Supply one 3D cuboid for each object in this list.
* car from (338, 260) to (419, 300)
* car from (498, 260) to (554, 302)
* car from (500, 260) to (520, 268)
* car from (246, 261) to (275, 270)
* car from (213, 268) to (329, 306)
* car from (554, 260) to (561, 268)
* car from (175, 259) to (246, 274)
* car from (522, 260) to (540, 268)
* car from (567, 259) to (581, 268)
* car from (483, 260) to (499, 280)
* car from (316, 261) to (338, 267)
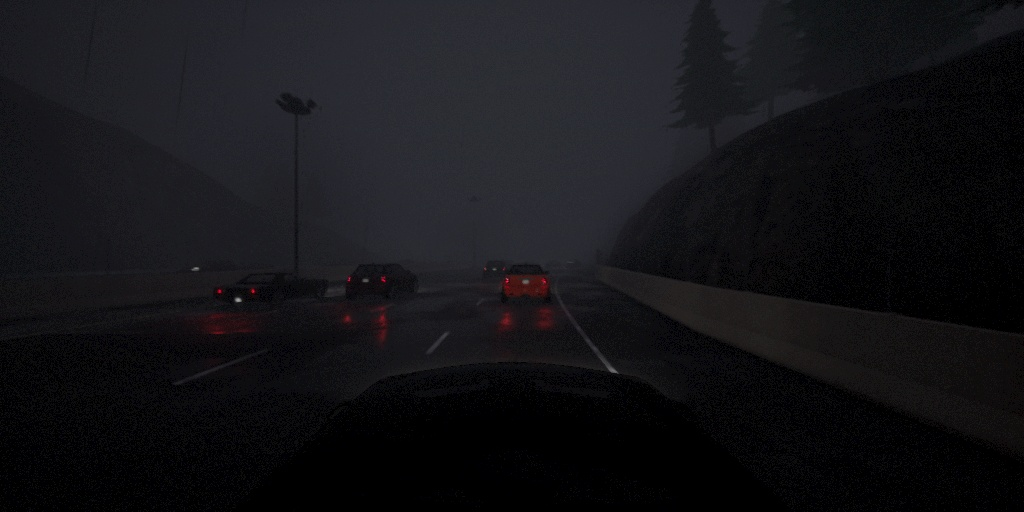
[{"bbox_3d":[-6.295,1.103,17.917,2.097,1.767,4.553,0,0,4],"label":"car"},{"bbox_3d":[0.726,1.108,17.170,2.097,1.767,4.553,0,0,4],"label":"car"},{"bbox_3d":[-0.290,1.370,63.625,1.895,1.301,4.718,0,0,20],"label":"car"},{"bbox_3d":[-28.477,1.293,38.953,2.033,1.411,5.357,0,0,10],"label":"car"},{"bbox_3d":[-10.074,1.350,15.589,1.895,1.301,4.718,0,0,3],"label":"car"},{"bbox_3d":[7.373,1.338,63.561,1.994,1.385,4.181,0,0,21],"label":"car"},{"bbox_3d":[-26.163,1.097,31.003,2.097,1.767,4.553,0,0,8],"label":"car"},{"bbox_3d":[3.467,1.372,63.715,1.895,1.301,4.718,0,0,21],"label":"car"},{"bbox_3d":[10.957,1.267,63.216,2.128,1.511,4.902,0,0,21],"label":"car"},{"bbox_3d":[-1.078,1.111,30.985,2.097,1.767,4.553,0,0,9],"label":"car"},{"bbox_3d":[-20.819,1.315,41.661,1.994,1.385,4.181,0,0,11],"label":"car"}]
